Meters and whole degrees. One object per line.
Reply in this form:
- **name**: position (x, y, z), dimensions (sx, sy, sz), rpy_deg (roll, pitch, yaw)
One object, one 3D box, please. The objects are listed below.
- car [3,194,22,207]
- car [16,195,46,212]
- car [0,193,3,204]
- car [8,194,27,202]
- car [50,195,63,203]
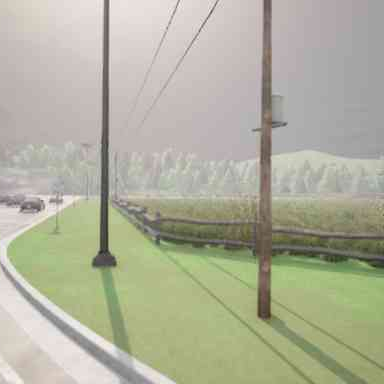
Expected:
- **car**: position (-23.147, 1.205, 44.483), dimensions (2.033, 1.411, 5.357), rpy_deg (1, 0, -16)
- **car**: position (-16.627, 1.275, 34.774), dimensions (1.812, 1.442, 4.674), rpy_deg (1, 0, -16)
- **car**: position (-28.679, 1.090, 50.501), dimensions (1.837, 1.490, 4.892), rpy_deg (1, 0, -16)
- **car**: position (-31.634, 1.098, 60.493), dimensions (2.033, 1.411, 5.357), rpy_deg (1, 0, -16)
- **car**: position (-23.327, 1.230, 57.435), dimensions (1.895, 1.301, 4.718), rpy_deg (1, 0, -16)
